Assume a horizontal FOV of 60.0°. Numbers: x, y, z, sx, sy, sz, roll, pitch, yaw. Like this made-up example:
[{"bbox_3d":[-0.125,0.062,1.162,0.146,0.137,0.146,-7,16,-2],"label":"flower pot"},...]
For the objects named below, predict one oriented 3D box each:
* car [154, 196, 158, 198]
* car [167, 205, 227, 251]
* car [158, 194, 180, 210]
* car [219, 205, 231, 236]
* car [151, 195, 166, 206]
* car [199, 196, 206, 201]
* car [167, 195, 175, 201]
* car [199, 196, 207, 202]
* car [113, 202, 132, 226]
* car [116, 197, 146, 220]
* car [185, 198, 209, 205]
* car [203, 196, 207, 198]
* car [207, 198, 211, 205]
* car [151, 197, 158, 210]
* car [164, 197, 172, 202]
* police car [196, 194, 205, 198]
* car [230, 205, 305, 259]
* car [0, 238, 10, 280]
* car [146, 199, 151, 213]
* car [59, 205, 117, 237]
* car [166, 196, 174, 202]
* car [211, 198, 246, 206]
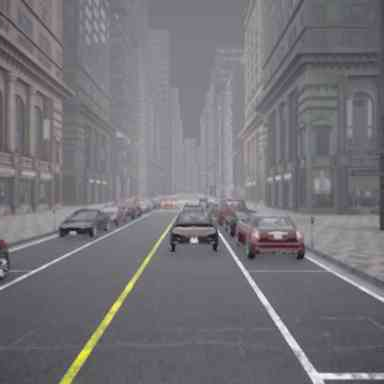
[{"bbox_3d":[-5.736,1.671,46.262,1.947,1.339,4.313,0,0,0],"label":"car"},{"bbox_3d":[0.090,1.524,14.236,2.128,1.511,4.902,0,0,0],"label":"car"},{"bbox_3d":[-3.064,1.454,45.364,2.097,1.767,4.553,0,0,0],"label":"car"},{"bbox_3d":[2.774,1.607,18.252,1.947,1.339,4.313,0,0,0],"label":"car"},{"bbox_3d":[-5.729,1.446,57.466,2.192,1.841,5.009,0,0,0],"label":"car"},{"bbox_3d":[2.813,1.757,91.080,1.887,1.381,4.507,0,0,0],"label":"car"},{"bbox_3d":[-5.712,1.653,91.076,1.967,1.590,4.097,0,0,0],"label":"car"},{"bbox_3d":[2.810,1.724,85.648,1.752,1.417,4.829,0,0,0],"label":"car"},{"bbox_3d":[-5.748,1.636,23.855,1.802,1.307,4.206,0,0,0],"label":"car"},{"bbox_3d":[-5.744,1.382,29.457,2.192,1.841,5.009,0,0,0],"label":"car"},{"bbox_3d":[0.100,1.559,29.799,2.128,1.511,4.902,0,0,0],"label":"car"},{"bbox_3d":[2.789,1.649,46.263,1.887,1.381,4.507,0,0,0],"label":"car"},{"bbox_3d":[2.783,1.630,35.059,2.008,1.369,4.403,0,0,0],"label":"car"},{"bbox_3d":[-5.739,1.643,40.660,2.008,1.369,4.403,0,0,0],"label":"car"},{"bbox_3d":[-5.719,1.767,79.872,1.802,1.307,4.206,0,0,0],"label":"car"},{"bbox_3d":[2.401,1.581,68.064,1.930,1.638,5.238,0,0,0],"label":"police car"},{"bbox_3d":[2.772,1.468,12.650,1.967,1.590,4.097,0,0,0],"label":"car"},{"bbox_3d":[-5.757,1.456,7.050,1.967,1.590,4.097,0,0,0],"label":"car"},{"bbox_3d":[-5.742,1.605,34.889,1.752,1.417,4.829,0,0,0],"label":"car"},{"bbox_3d":[-5.751,1.607,18.253,1.947,1.339,4.313,0,0,0],"label":"car"},{"bbox_3d":[-5.715,1.724,85.305,1.752,1.417,4.829,0,0,0],"label":"car"},{"bbox_3d":[2.778,1.368,23.854,2.192,1.841,5.009,0,0,0],"label":"car"}]
